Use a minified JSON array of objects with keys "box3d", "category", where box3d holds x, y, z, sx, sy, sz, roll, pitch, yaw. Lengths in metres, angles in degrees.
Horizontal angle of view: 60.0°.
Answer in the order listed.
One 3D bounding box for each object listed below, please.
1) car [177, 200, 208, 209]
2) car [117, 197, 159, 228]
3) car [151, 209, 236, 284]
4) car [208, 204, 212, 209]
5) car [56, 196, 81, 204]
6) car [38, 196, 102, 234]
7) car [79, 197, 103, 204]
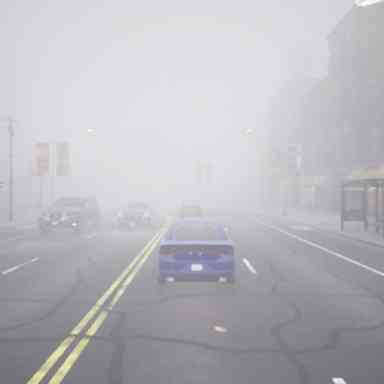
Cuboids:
[{"box3d":[-0.216,1.539,28.262,2.128,1.511,4.902,0,0,-4],"category":"car"},{"box3d":[-3.647,1.386,22.563,2.097,1.767,4.553,0,0,-1],"category":"car"},{"box3d":[0.107,1.494,9.704,1.882,1.535,5.008,0,0,0],"category":"car"},{"box3d":[0.707,1.668,39.925,1.895,1.301,4.718,0,0,-20],"category":"car"},{"box3d":[-25.687,1.616,69.066,4.674,1.452,2.002,0,0,20],"category":"car"},{"box3d":[-7.086,1.248,19.944,2.150,2.045,5.566,0,0,0],"category":"car"},{"box3d":[-20.386,1.692,66.889,4.718,1.301,1.895,0,0,30],"category":"car"}]
